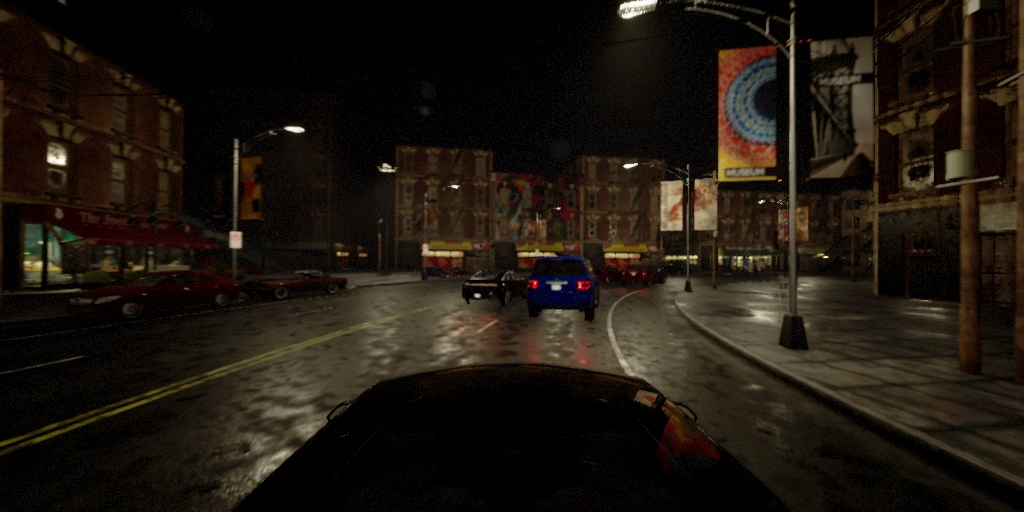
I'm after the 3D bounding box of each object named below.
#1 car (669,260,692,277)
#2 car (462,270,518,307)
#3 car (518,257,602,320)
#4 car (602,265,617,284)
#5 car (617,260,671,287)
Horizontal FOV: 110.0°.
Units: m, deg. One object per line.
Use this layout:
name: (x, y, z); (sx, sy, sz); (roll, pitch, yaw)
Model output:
car: (18.497, 1.454, 42.209); (5.566, 2.045, 2.150); (1, -1, -21)
car: (-0.573, 1.360, 16.335); (2.128, 1.511, 4.902); (0, -1, 19)
car: (2.072, 1.083, 13.396); (2.150, 2.045, 5.566); (0, -1, 16)
car: (8.065, 1.534, 30.785); (1.882, 1.535, 5.008); (0, -1, 42)
car: (10.425, 1.405, 28.170); (2.097, 1.767, 4.553); (0, -1, 42)
